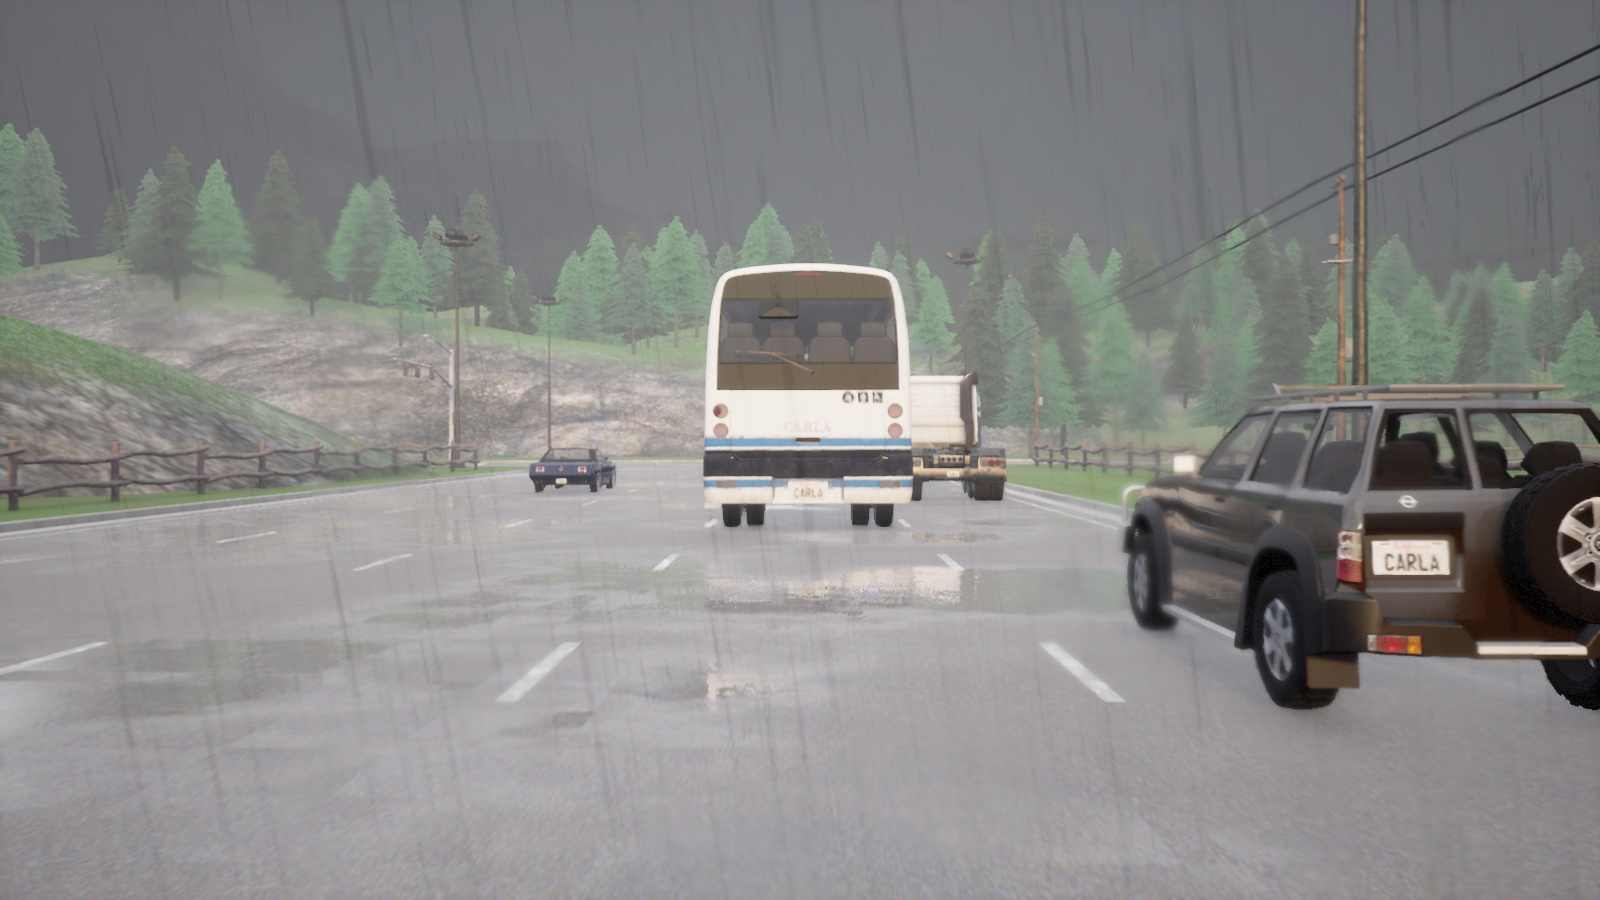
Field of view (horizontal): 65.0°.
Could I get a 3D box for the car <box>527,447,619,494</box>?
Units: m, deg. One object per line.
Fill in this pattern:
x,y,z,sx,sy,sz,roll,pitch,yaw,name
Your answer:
-6.772,0.582,37.979,1.895,1.301,4.718,0,0,0,car

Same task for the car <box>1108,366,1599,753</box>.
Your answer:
3.562,0.509,8.313,1.932,1.855,4.605,0,0,0,car

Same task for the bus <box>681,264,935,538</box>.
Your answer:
0.154,-0.798,24.660,3.944,4.253,10.273,0,0,0,bus

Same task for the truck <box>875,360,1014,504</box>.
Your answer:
3.708,-0.466,34.156,2.891,3.462,7.936,0,0,0,truck
